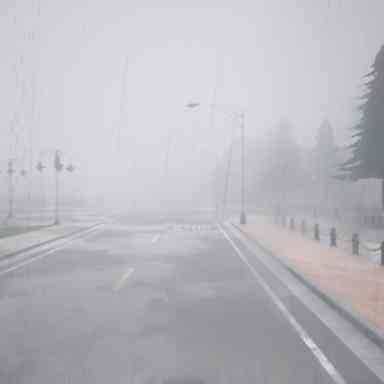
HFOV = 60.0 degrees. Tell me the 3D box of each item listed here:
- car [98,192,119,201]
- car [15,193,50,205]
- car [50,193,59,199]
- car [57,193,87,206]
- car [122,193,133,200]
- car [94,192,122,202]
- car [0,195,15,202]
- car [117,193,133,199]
[{"bbox_3d":[-17.666,1.004,70.273,3.866,1.878,1.905,0,0,0],"label":"car"},{"bbox_3d":[-24.809,1.335,51.763,3.806,1.475,1.970,0,0,0],"label":"car"},{"bbox_3d":[-35.053,1.004,86.203,4.605,1.855,1.932,0,0,0],"label":"car"},{"bbox_3d":[-17.388,1.328,48.784,3.633,1.501,1.845,0,0,0],"label":"car"},{"bbox_3d":[-17.669,1.065,83.067,5.027,1.636,2.152,0,0,0],"label":"car"},{"bbox_3d":[-17.254,1.028,67.367,4.605,1.855,1.932,0,0,0],"label":"car"},{"bbox_3d":[-35.803,1.255,63.754,3.633,1.501,1.845,0,0,0],"label":"car"},{"bbox_3d":[-17.993,1.135,89.485,3.806,1.475,1.970,0,0,0],"label":"car"}]
